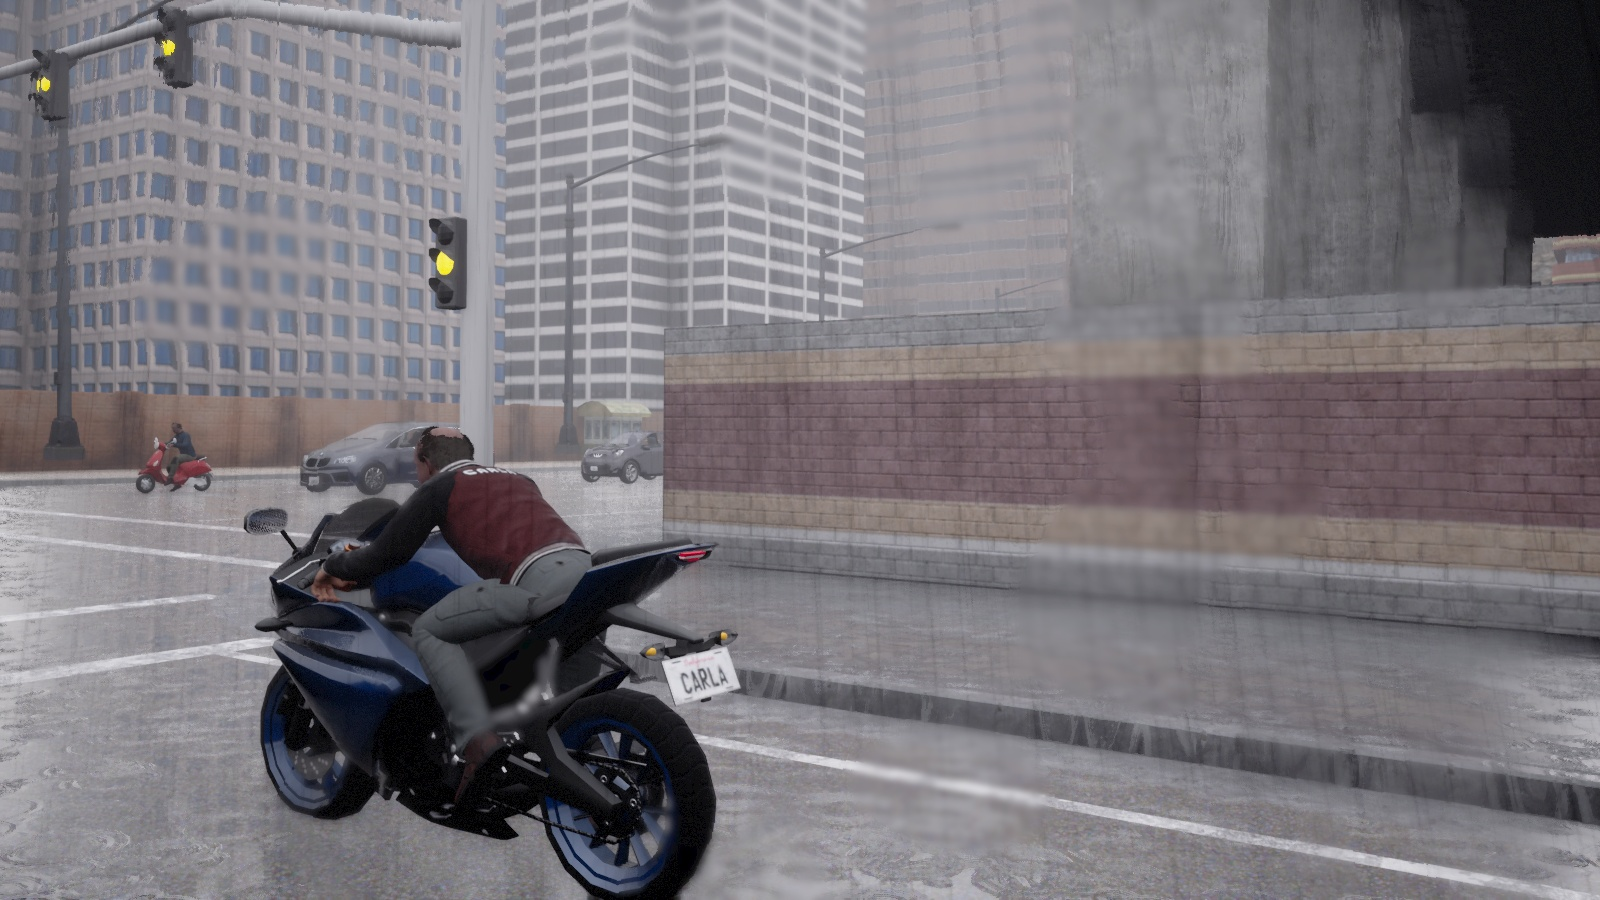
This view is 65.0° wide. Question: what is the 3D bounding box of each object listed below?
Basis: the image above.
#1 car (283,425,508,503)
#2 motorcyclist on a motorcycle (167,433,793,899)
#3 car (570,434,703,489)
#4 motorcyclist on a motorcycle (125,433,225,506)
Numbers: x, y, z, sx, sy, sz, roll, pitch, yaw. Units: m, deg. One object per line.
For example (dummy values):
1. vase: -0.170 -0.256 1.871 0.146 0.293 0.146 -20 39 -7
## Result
1. car: -9.350 0.259 29.396 2.242 1.667 4.611 0 1 34
2. motorcyclist on a motorcycle: -1.183 0.717 4.409 2.191 1.530 0.866 0 1 34
3. car: -4.681 0.292 36.289 1.845 1.501 3.633 0 1 34
4. motorcyclist on a motorcycle: -14.162 0.424 28.516 0.866 1.590 1.817 0 1 34
